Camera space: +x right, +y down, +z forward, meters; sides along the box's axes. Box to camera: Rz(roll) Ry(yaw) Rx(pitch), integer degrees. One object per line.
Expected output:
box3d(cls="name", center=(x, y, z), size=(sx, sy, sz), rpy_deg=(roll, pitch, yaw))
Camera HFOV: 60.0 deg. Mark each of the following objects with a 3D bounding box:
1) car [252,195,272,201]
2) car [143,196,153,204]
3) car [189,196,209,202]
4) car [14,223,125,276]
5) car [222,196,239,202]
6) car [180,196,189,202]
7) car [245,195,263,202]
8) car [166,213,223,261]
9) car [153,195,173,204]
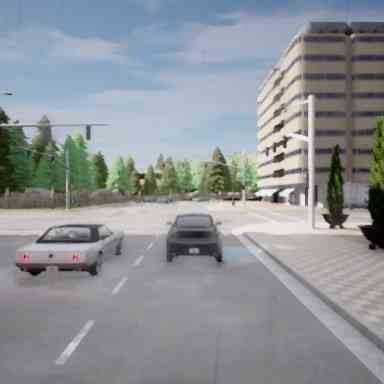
box3d(cls="car", center=(18.376, 1.659, 87.219), size=(4.892, 1.490, 1.837), rpy_deg=(0, 0, -22))
box3d(cls="car", center=(-8.282, 1.622, 67.290), size=(1.837, 1.490, 4.892), rpy_deg=(0, 0, 19))
box3d(cls="car", center=(2.071, 1.739, 78.968), size=(1.895, 1.301, 4.718), rpy_deg=(0, 0, 38))
box3d(cls="car", center=(-3.432, 1.620, 10.428), size=(1.895, 1.301, 4.718), rpy_deg=(0, 0, 0))
box3d(cls="car", center=(9.588, 1.627, 81.688), size=(5.008, 1.535, 1.882), rpy_deg=(0, 0, -41))
box3d(cls="car", center=(-0.512, 1.688, 81.325), size=(2.033, 1.411, 5.357), rpy_deg=(0, 0, 38))
box3d(cls="car", center=(15.061, 1.743, 81.426), size=(4.718, 1.301, 1.895), rpy_deg=(0, 0, -33))
box3d(cls="car", center=(0.079, 1.528, 12.392), size=(1.837, 1.490, 4.892), rpy_deg=(0, 0, 0))
box3d(cls="car", center=(-5.274, 1.472, 65.081), size=(2.097, 1.767, 4.553), rpy_deg=(0, 0, 17))
